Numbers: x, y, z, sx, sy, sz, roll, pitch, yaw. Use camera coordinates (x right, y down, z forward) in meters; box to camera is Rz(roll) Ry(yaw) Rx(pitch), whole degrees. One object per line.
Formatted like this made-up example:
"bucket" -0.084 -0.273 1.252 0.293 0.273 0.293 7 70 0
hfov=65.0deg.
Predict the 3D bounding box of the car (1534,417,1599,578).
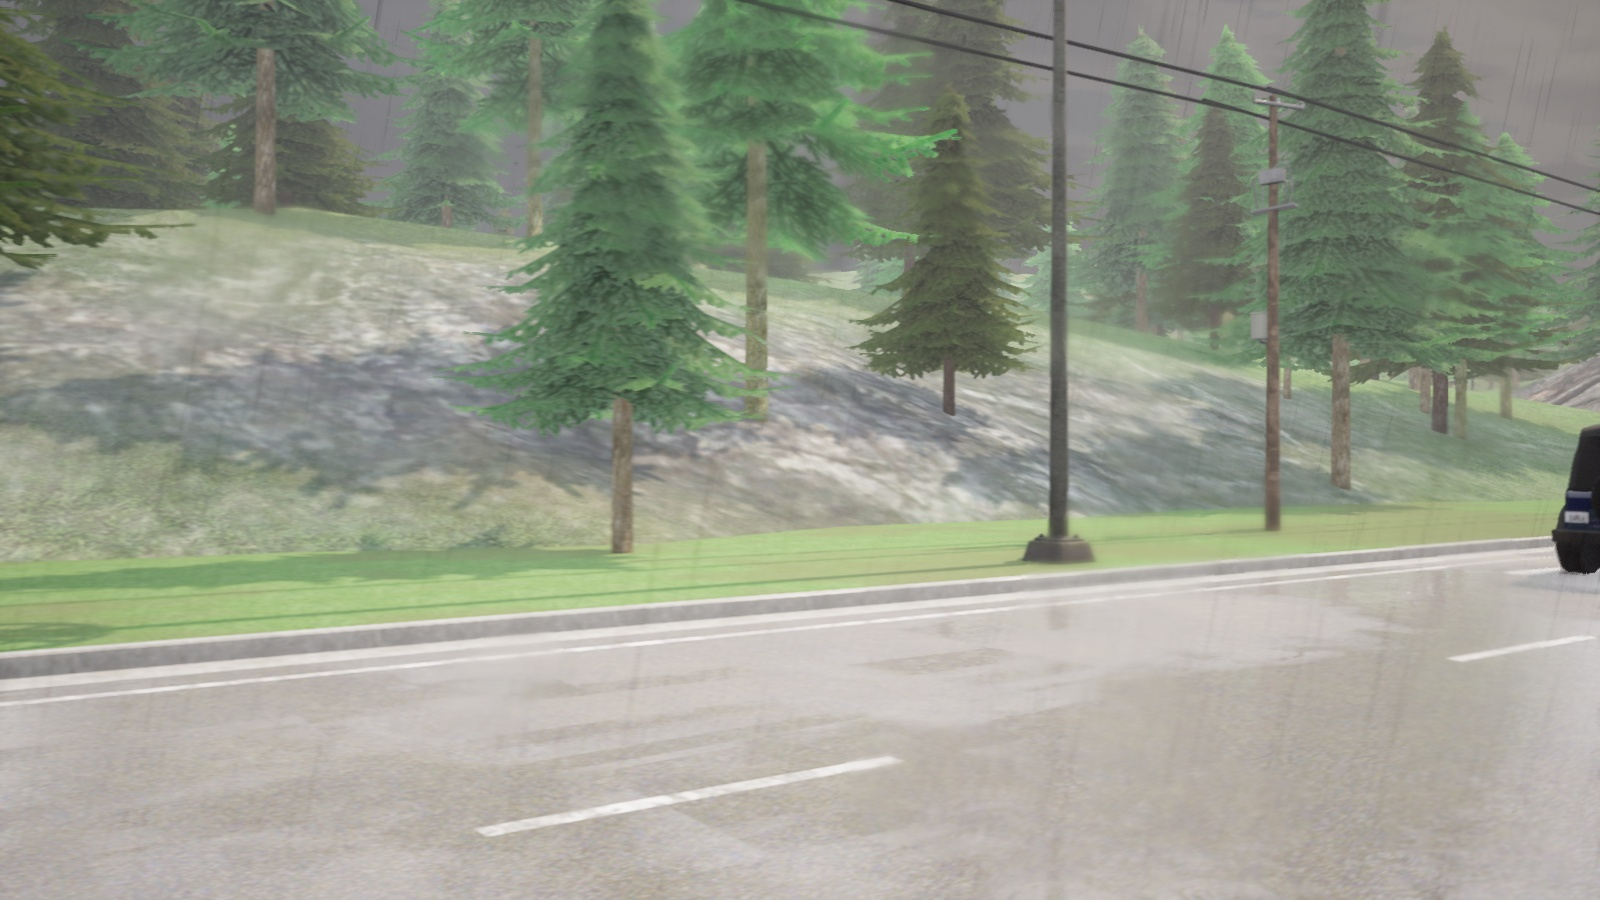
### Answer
"car" 11.094 0.555 15.646 3.866 1.878 1.905 0 0 -35
